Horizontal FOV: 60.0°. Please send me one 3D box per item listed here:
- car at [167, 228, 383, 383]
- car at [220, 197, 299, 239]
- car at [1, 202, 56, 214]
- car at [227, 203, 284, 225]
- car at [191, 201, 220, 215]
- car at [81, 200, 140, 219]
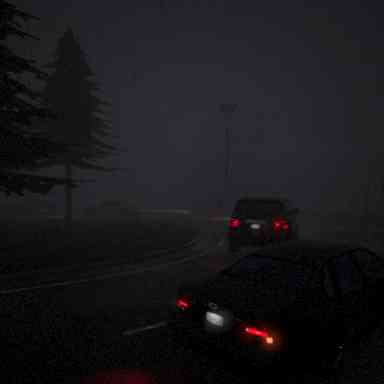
[{"bbox_3d":[2.122,1.545,5.597,5.357,1.411,2.033,0,0,-42],"label":"car"},{"bbox_3d":[2.970,1.211,13.352,2.150,2.045,5.566,1,0,20],"label":"car"},{"bbox_3d":[-16.237,1.398,33.237,4.892,1.490,1.837,0,-1,-24],"label":"car"},{"bbox_3d":[4.542,1.543,24.537,1.994,1.385,4.181,0,0,-27],"label":"car"},{"bbox_3d":[2.245,1.561,32.218,4.718,1.301,1.895,0,0,39],"label":"car"},{"bbox_3d":[-6.929,1.411,28.408,5.008,1.535,1.882,0,-1,9],"label":"car"}]
